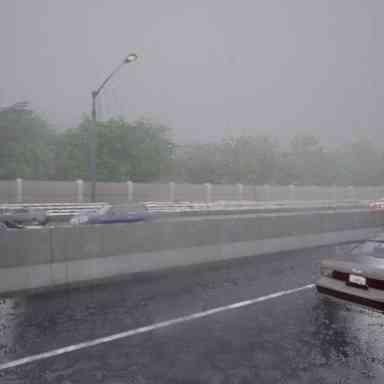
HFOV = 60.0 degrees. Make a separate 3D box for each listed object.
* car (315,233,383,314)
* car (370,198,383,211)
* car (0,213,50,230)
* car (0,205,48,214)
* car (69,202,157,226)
[{"bbox_3d":[4.928,1.583,7.219,5.357,1.411,2.033,0,0,-35],"label":"car"},{"bbox_3d":[24.447,1.532,41.874,4.553,1.767,2.097,0,0,-33],"label":"car"},{"bbox_3d":[-7.486,1.594,11.539,4.718,1.301,1.895,0,0,-35],"label":"car"},{"bbox_3d":[-10.355,1.485,18.085,4.902,1.511,2.128,0,0,-35],"label":"car"},{"bbox_3d":[-4.251,1.368,18.113,4.553,1.767,2.097,0,0,-35],"label":"car"}]
